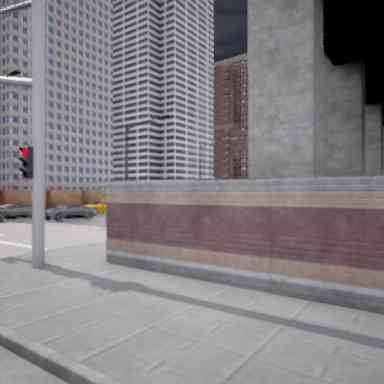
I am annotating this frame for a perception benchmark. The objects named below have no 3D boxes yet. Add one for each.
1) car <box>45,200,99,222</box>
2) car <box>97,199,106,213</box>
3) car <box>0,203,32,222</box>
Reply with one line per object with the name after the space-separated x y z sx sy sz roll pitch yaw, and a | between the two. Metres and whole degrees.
-10.034 1.591 26.737 1.994 1.385 4.181 0 0 36 | car
-9.162 1.508 33.891 1.882 1.535 5.008 0 0 36 | car
-14.437 1.595 26.613 1.994 1.385 4.181 0 0 36 | car
